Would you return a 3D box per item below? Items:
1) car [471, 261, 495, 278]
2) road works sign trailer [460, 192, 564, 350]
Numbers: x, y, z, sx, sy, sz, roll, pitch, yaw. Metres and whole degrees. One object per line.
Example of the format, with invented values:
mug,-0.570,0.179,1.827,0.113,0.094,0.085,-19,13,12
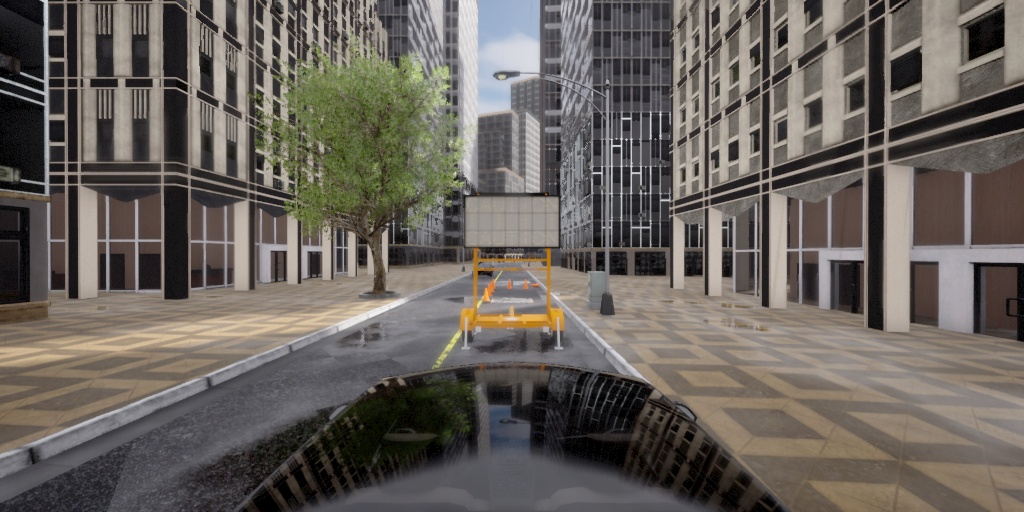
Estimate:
car,-2.728,1.274,34.046,1.837,1.490,4.892,0,0,0
road works sign trailer,0.006,0.214,9.066,2.380,3.560,2.880,0,0,0
